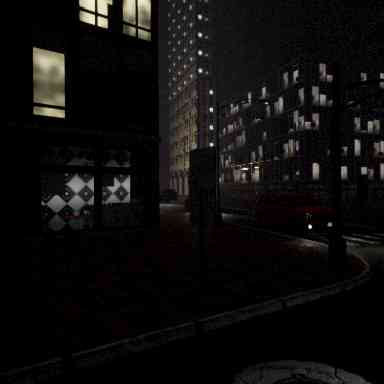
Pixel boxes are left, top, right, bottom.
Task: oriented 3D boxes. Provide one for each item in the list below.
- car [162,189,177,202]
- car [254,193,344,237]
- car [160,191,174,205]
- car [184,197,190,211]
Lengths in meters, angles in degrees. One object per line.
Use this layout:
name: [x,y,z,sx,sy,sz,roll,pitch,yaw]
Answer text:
car: [-4.035,0.537,54.629,2.150,2.045,5.566,-1,1,-18]
car: [5.393,1.088,17.725,2.150,2.045,5.566,-1,1,-19]
car: [-4.274,0.976,46.239,1.812,1.442,4.674,-1,1,-18]
car: [0.611,1.166,31.803,1.837,1.490,4.892,-1,1,-19]
